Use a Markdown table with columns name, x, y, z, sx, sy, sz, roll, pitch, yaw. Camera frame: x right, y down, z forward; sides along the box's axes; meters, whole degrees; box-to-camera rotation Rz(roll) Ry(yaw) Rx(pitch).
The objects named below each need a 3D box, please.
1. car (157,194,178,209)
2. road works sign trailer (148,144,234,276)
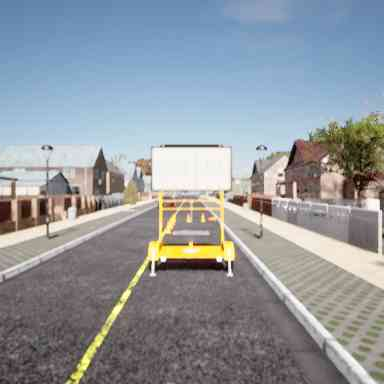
| name | x | y | z | sx | sy | sz | roll | pitch | yaw |
| --- | --- | --- | --- | --- | --- | --- | --- | --- | --- |
| car | -2.953 | 1.166 | 38.801 | 1.882 | 1.535 | 5.008 | 0 | 0 | 0 |
| road works sign trailer | -0.015 | 0.372 | 10.008 | 2.380 | 3.560 | 2.880 | 0 | 1 | 0 |
